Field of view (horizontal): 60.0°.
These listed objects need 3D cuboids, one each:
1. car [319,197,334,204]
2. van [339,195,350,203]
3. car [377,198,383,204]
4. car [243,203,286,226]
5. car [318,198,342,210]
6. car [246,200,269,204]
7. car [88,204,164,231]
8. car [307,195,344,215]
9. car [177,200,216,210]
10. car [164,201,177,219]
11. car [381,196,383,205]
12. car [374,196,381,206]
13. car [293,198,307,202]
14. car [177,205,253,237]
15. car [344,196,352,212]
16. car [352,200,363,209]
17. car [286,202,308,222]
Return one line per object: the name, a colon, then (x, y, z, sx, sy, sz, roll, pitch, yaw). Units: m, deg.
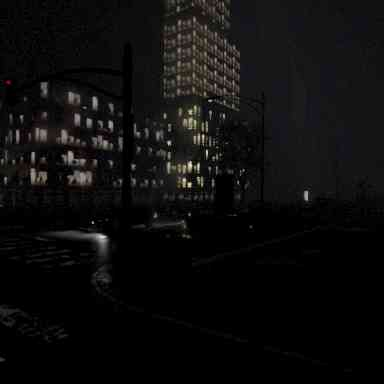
car: (28.187, 1.848, 69.599, 1.947, 1.339, 4.313, 1, 0, 36)
van: (38.087, 1.706, 82.992, 1.690, 1.788, 3.998, 1, 0, 36)
car: (44.825, 2.047, 78.013, 2.008, 1.369, 4.403, 1, 0, 36)
car: (4.707, 1.736, 23.515, 1.947, 1.339, 4.313, 1, 0, 36)
car: (20.526, 1.764, 49.485, 2.128, 1.511, 4.902, 1, 0, 36)
car: (7.201, 1.627, 36.821, 2.128, 1.511, 4.902, 1, 0, 37)
car: (-4.309, 1.549, 21.269, 1.837, 1.490, 4.892, 1, 0, 36)
car: (15.202, 1.569, 37.787, 2.192, 1.841, 5.009, 1, 0, 36)
car: (1.269, 1.580, 28.810, 2.128, 1.511, 4.902, 1, 0, 37)
car: (-1.609, 1.480, 29.500, 1.967, 1.590, 4.097, 1, 0, 36)
car: (41.528, 1.783, 73.548, 2.192, 1.841, 5.009, 1, 0, 36)
car: (35.028, 1.940, 64.757, 1.752, 1.417, 4.829, 1, 0, 36)
car: (18.188, 1.726, 56.071, 1.752, 1.417, 4.829, 1, 0, 36)
car: (1.449, 1.696, 19.106, 2.008, 1.369, 4.403, 1, 0, 36)
car: (18.474, 1.720, 42.271, 1.967, 1.590, 4.097, 1, 0, 36)
car: (25.030, 1.773, 51.228, 1.967, 1.590, 4.097, 1, 0, 36)
car: (7.964, 1.778, 27.922, 1.802, 1.307, 4.206, 1, 0, 36)
